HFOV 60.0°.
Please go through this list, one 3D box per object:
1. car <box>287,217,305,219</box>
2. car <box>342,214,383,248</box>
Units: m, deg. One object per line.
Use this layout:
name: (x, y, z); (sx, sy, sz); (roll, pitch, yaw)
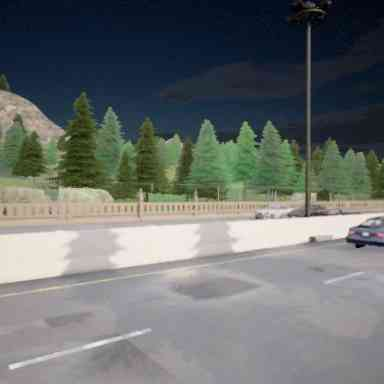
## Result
car: (10.412, 1.915, 29.361); (4.892, 1.490, 1.837); (1, -1, -37)
car: (9.008, 1.787, 14.922); (5.357, 1.411, 2.033); (1, -1, -37)
